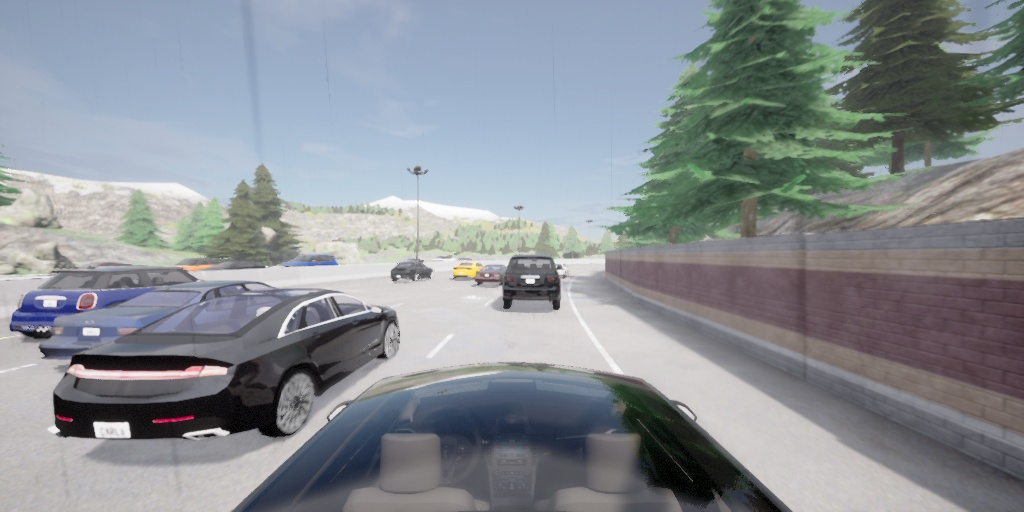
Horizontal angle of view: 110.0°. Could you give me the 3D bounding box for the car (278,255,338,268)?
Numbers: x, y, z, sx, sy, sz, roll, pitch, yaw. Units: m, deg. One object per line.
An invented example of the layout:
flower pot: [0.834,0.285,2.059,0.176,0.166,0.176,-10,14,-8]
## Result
car: [-17.856,0.889,31.690,2.150,2.045,5.566,0,0,12]

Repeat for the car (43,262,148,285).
car: [-29.572,1.161,25.726,1.812,1.442,4.674,0,0,9]

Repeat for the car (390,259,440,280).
car: [-7.673,1.206,28.022,1.837,1.490,4.892,0,0,11]

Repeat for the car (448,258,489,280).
car: [-3.497,1.188,30.925,1.882,1.535,5.008,0,0,12]

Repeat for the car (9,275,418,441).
car: [-3.244,1.228,5.401,2.128,1.511,4.902,0,0,2]

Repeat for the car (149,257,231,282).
car: [-25.527,0.997,28.681,2.097,1.767,4.553,0,0,10]

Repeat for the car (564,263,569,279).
car: [4.168,1.258,32.943,1.812,1.442,4.674,0,0,14]

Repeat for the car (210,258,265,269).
car: [-22.061,1.134,28.225,1.882,1.535,5.008,0,0,10]

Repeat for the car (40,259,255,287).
car: [-10.013,1.063,9.993,2.097,1.767,4.553,0,0,3]

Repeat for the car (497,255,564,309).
car: [0.919,0.961,15.049,2.150,2.045,5.566,0,0,6]

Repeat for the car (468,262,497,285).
car: [-1.138,1.271,25.217,2.033,1.411,5.357,0,0,11]

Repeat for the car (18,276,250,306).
car: [-6.666,1.270,8.304,2.033,1.411,5.357,0,0,3]
